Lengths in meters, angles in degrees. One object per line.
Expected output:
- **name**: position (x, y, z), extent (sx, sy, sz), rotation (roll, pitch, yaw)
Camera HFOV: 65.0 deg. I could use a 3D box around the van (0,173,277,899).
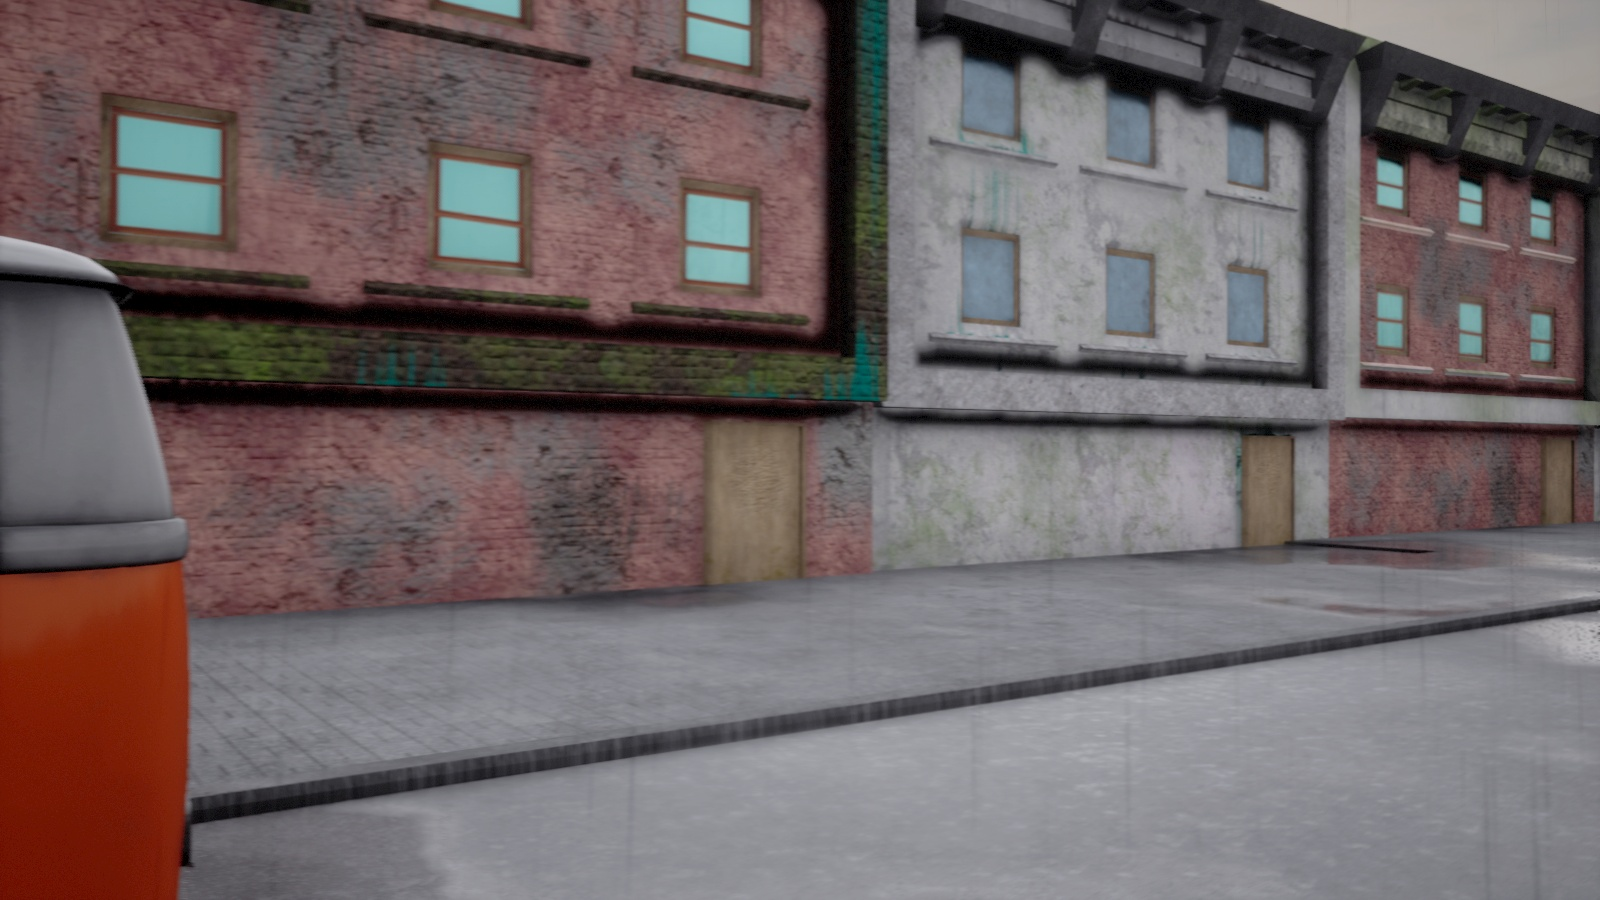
- **van**: position (-3.358, 0.508, 1.930), extent (4.442, 1.987, 1.775), rotation (0, 0, -35)
